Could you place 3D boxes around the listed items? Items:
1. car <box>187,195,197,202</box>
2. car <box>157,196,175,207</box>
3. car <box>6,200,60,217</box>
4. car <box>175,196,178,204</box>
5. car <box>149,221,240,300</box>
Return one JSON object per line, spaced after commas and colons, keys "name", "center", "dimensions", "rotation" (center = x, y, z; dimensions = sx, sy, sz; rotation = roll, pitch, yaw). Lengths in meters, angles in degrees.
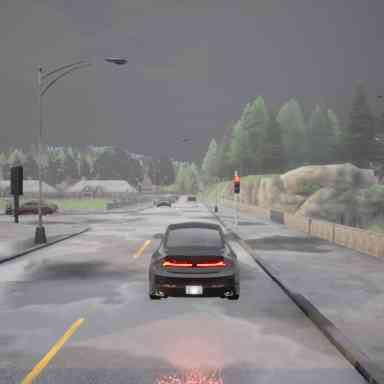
{"name": "car", "center": [-0.027, 1.321, 70.993], "dimensions": [1.882, 1.535, 5.008], "rotation": [0, 0, 0]}
{"name": "car", "center": [-4.114, 1.562, 49.740], "dimensions": [1.994, 1.385, 4.181], "rotation": [0, 0, 0]}
{"name": "car", "center": [-14.819, 1.524, 31.031], "dimensions": [4.674, 1.442, 1.812], "rotation": [0, 0, -1]}
{"name": "car", "center": [-4.086, 1.503, 62.594], "dimensions": [1.837, 1.490, 4.892], "rotation": [0, 0, 0]}
{"name": "car", "center": [0.058, 1.504, 8.375], "dimensions": [1.837, 1.490, 4.892], "rotation": [0, 0, 0]}
